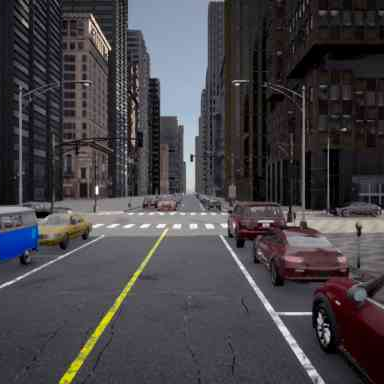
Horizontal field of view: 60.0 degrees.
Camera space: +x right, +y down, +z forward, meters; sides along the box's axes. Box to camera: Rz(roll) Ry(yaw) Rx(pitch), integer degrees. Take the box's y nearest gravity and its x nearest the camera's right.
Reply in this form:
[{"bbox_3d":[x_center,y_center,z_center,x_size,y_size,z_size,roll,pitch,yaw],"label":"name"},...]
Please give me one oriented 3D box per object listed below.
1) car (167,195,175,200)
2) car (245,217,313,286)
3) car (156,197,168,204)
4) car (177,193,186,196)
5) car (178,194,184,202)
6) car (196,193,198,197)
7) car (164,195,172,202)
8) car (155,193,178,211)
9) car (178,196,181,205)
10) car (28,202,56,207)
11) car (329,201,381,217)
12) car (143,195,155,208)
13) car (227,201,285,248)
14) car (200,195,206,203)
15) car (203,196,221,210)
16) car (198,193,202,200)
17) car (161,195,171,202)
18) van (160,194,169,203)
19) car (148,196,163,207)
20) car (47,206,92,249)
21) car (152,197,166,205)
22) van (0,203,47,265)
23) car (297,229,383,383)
[{"bbox_3d":[-5.798,1.621,92.506,1.947,1.339,4.313,0,0,0],"label":"car"},{"bbox_3d":[2.757,1.584,9.101,1.802,1.307,4.206,0,0,0],"label":"car"},{"bbox_3d":[-5.788,1.610,64.302,1.802,1.307,4.206,0,0,0],"label":"car"},{"bbox_3d":[-3.027,1.550,75.075,2.128,1.511,4.902,0,0,0],"label":"car"},{"bbox_3d":[-3.090,1.573,61.255,2.033,1.411,5.357,0,0,1],"label":"car"},{"bbox_3d":[2.730,1.483,81.236,1.967,1.590,4.097,0,0,0],"label":"car"},{"bbox_3d":[-5.794,1.568,81.054,1.752,1.417,4.829,0,0,0],"label":"car"},{"bbox_3d":[-3.056,1.366,40.702,2.097,1.767,4.553,0,0,-2],"label":"car"},{"bbox_3d":[-3.109,1.620,50.825,1.895,1.301,4.718,0,0,0],"label":"car"},{"bbox_3d":[-11.831,1.528,26.223,4.902,1.511,2.128,0,0,6],"label":"car"},{"bbox_3d":[14.658,1.534,29.942,4.181,1.385,1.994,0,0,0],"label":"car"},{"bbox_3d":[-5.782,1.332,47.380,2.192,1.841,5.009,0,0,0],"label":"car"},{"bbox_3d":[2.755,1.319,14.779,2.192,1.841,5.009,0,0,0],"label":"car"},{"bbox_3d":[2.741,1.571,53.034,2.008,1.369,4.403,0,0,0],"label":"car"},{"bbox_3d":[2.745,1.565,41.752,2.008,1.369,4.403,0,0,0],"label":"car"},{"bbox_3d":[2.735,1.472,69.955,1.967,1.590,4.097,0,0,0],"label":"car"},{"bbox_3d":[-5.793,1.477,75.584,1.967,1.590,4.097,0,0,0],"label":"car"},{"bbox_3d":[-5.791,1.373,69.943,1.690,1.788,3.998,0,0,0],"label":"van"},{"bbox_3d":[-5.784,1.461,53.022,1.967,1.590,4.097,0,0,0],"label":"car"},{"bbox_3d":[-5.770,1.529,14.596,1.752,1.417,4.829,0,0,0],"label":"car"},{"bbox_3d":[-5.786,1.590,58.663,1.947,1.339,4.313,0,0,0],"label":"car"},{"bbox_3d":[-5.768,1.343,9.088,1.690,1.788,3.998,0,0,0],"label":"van"},{"bbox_3d":[2.759,1.441,3.424,1.967,1.590,4.097,0,0,0],"label":"car"}]
